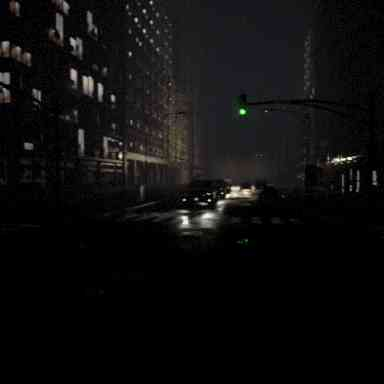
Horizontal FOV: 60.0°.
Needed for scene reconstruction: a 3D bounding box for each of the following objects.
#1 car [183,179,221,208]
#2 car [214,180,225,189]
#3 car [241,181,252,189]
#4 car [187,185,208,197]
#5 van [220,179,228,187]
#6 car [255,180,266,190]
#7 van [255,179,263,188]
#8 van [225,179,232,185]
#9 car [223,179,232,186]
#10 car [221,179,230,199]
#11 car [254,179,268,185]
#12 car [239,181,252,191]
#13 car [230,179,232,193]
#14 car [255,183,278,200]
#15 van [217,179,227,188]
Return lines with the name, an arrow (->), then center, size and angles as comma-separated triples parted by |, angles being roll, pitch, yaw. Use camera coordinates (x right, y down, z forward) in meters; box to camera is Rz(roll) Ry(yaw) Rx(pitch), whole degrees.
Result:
car -> 0.788, 0.039, 26.308 | 2.150, 2.045, 5.566 | 0, 2, 10
car -> 5.597, -1.557, 67.032 | 1.967, 1.590, 4.097 | 0, 3, 10
car -> 10.552, -1.357, 64.499 | 2.033, 1.411, 5.357 | 0, 3, 10
car -> 0.718, -0.194, 39.861 | 1.802, 1.307, 4.206 | 0, 3, 10
van -> 7.548, -2.146, 77.897 | 1.690, 1.788, 3.998 | 0, 3, 10
car -> 12.377, -1.281, 60.205 | 1.967, 1.590, 4.097 | 0, 3, 10
van -> 14.329, -1.871, 71.071 | 1.690, 1.788, 3.998 | 0, 3, 10
van -> 10.476, -2.882, 94.203 | 1.690, 1.788, 3.998 | 0, 3, 10
car -> 9.500, -2.663, 88.767 | 2.192, 1.841, 5.009 | 0, 3, 10
car -> 2.605, -0.411, 36.417 | 2.150, 2.045, 5.566 | 0, 3, 10
car -> 11.401, -1.161, 54.764 | 2.192, 1.841, 5.009 | 0, 3, 10
car -> 8.807, -0.921, 54.349 | 1.812, 1.442, 4.674 | 0, 3, 10
car -> 4.328, -0.705, 45.931 | 2.097, 1.767, 4.553 | 0, 3, 10
car -> 7.547, 0.062, 33.026 | 1.947, 1.339, 4.313 | 0, 3, 10
van -> 6.572, -1.901, 72.462 | 1.690, 1.788, 3.998 | 0, 3, 10
